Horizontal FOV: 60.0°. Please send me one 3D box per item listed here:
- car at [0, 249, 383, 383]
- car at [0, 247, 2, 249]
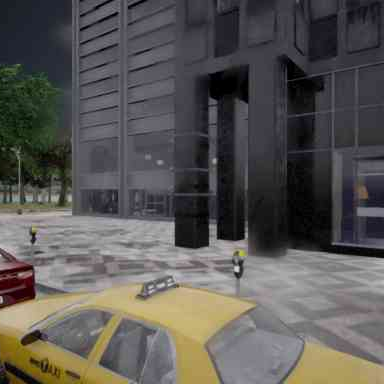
[{"bbox_3d":[-0.537,1.525,3.347,4.829,1.417,1.752,0,0,36],"label":"car"},{"bbox_3d":[-4.823,1.545,6.410,4.507,1.381,1.887,0,0,36],"label":"car"}]
